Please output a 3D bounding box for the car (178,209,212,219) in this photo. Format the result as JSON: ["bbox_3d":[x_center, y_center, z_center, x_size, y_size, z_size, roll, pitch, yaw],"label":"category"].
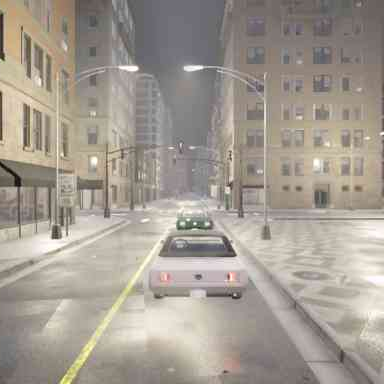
[{"bbox_3d":[0.146,1.600,18.625,1.895,1.301,4.718,0,0,0],"label":"car"}]

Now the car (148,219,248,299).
[{"bbox_3d":[0.121,1.601,8.390,1.895,1.301,4.718,0,0,0],"label":"car"}]
